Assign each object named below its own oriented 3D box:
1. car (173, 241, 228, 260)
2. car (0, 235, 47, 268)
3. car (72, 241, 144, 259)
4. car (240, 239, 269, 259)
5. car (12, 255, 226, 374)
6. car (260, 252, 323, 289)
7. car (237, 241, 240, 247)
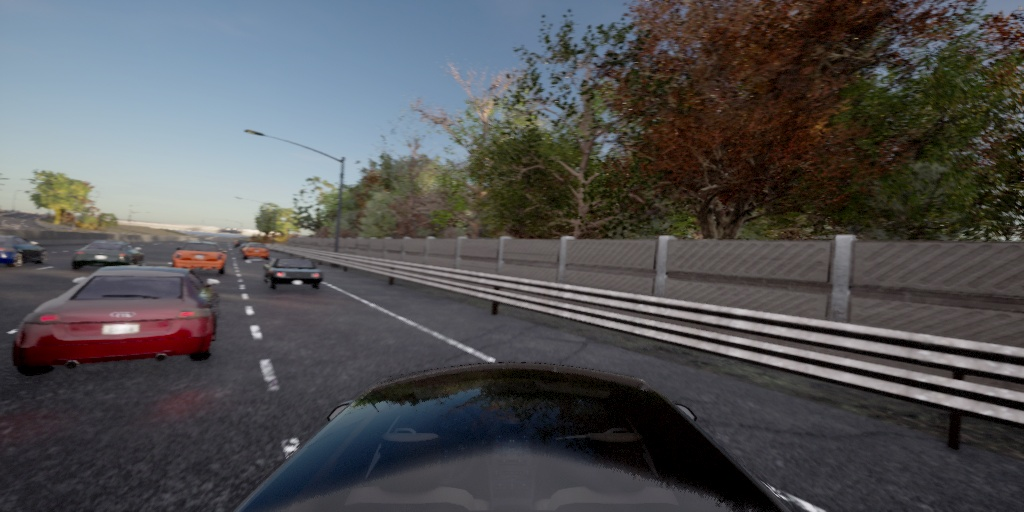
[{"bbox_3d":[-17.151,-0.023,19.845,2.097,1.767,4.553,4,-1,-38],"label":"car"},{"bbox_3d":[-23.223,-0.279,16.244,1.994,1.385,4.181,4,-1,-38],"label":"car"},{"bbox_3d":[-20.392,-0.058,18.295,1.994,1.385,4.181,4,-1,-38],"label":"car"},{"bbox_3d":[-26.587,-0.582,37.207,2.097,1.767,4.553,4,-1,-38],"label":"car"},{"bbox_3d":[-6.509,0.869,6.408,1.994,1.385,4.181,4,-1,-38],"label":"car"},{"bbox_3d":[-10.121,0.714,16.418,1.895,1.301,4.718,4,-1,-38],"label":"car"},{"bbox_3d":[-36.575,-1.050,49.779,1.837,1.490,4.892,4,-1,-38],"label":"car"}]
